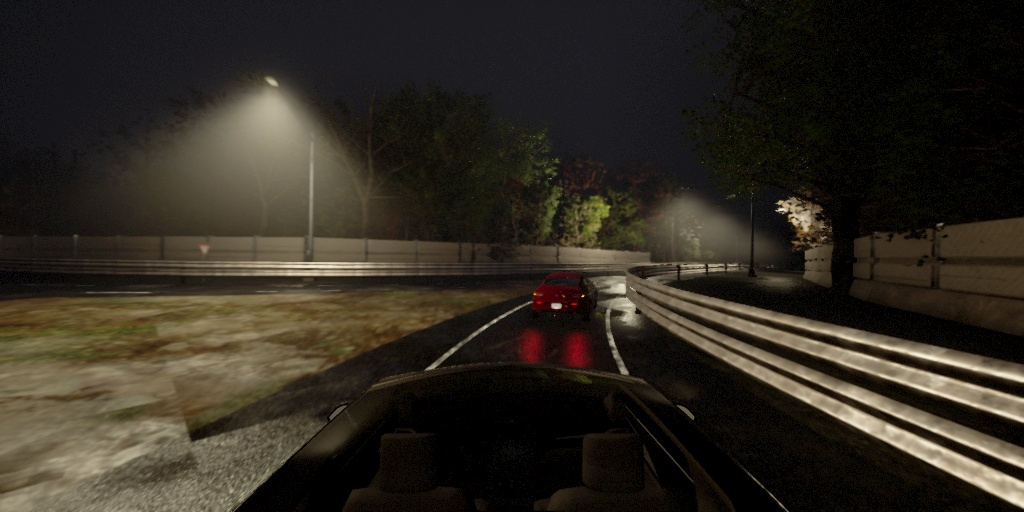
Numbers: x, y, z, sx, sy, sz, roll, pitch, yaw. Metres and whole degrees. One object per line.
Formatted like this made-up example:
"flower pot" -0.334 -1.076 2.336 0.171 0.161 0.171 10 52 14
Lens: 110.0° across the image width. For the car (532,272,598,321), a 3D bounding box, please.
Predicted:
"car" 1.964 1.292 12.641 1.812 1.442 4.674 1 0 17
